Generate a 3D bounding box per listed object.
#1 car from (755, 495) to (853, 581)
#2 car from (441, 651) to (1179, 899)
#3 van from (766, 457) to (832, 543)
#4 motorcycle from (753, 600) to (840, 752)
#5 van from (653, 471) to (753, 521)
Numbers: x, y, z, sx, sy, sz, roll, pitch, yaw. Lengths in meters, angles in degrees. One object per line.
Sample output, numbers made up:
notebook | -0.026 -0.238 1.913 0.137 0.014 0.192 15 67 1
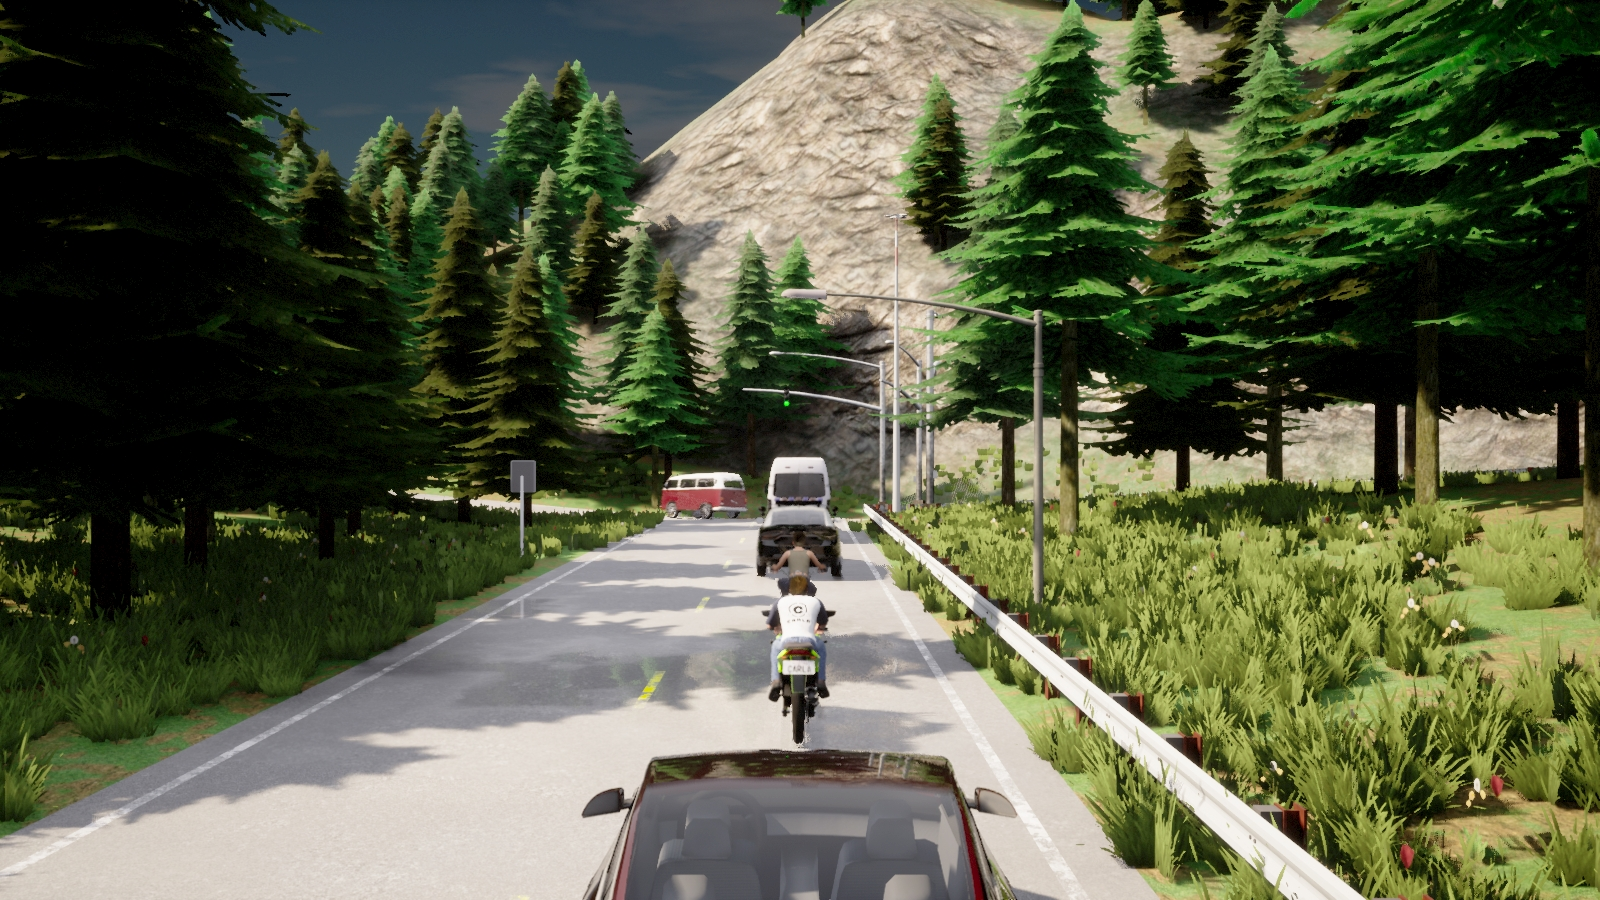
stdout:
car | 0.080 1.982 27.097 2.097 1.638 5.238 0 0 0
car | 0.027 2.063 5.093 2.163 1.488 4.792 0 0 0
van | -0.066 1.534 37.440 1.988 2.561 5.915 0 0 -1
motorcycle | -0.033 2.213 11.533 0.803 1.145 2.033 0 0 0
van | -4.396 2.096 51.365 2.069 2.038 4.480 6 -7 -44
